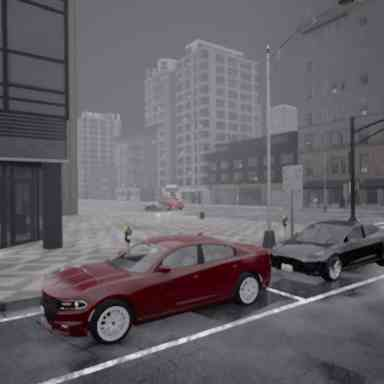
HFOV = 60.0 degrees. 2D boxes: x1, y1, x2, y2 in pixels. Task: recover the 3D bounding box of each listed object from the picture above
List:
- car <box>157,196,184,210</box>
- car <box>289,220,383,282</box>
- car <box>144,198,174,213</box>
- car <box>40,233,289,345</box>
[{"bbox_3d":[-3.330,1.601,47.679,2.150,2.045,5.566,-1,0,-35],"label":"car"},{"bbox_3d":[4.158,1.516,9.619,4.313,1.339,1.947,0,0,-36],"label":"car"},{"bbox_3d":[-4.743,1.915,44.050,1.812,1.442,4.674,-1,0,-35],"label":"car"},{"bbox_3d":[-0.437,1.527,6.341,4.507,1.381,1.887,0,0,-36],"label":"car"}]
